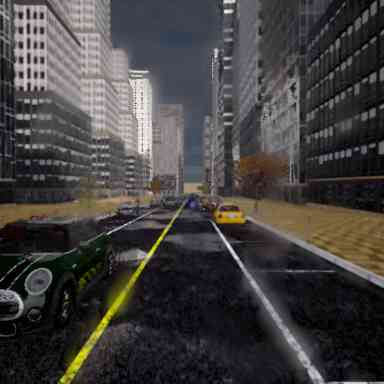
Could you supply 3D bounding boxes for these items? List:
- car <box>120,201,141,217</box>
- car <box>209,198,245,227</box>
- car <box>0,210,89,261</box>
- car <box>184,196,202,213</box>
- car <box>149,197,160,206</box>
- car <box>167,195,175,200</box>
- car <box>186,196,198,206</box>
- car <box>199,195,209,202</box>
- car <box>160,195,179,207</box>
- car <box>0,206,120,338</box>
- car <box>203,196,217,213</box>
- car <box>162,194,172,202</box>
[{"bbox_3d":[-5.692,1.501,29.925,2.008,1.369,4.403,-1,0,0],"label":"car"},{"bbox_3d":[2.357,1.417,22.237,1.801,1.575,5.366,0,0,0],"label":"car"},{"bbox_3d":[-5.698,1.521,13.049,1.887,1.381,4.507,-1,0,0],"label":"car"},{"bbox_3d":[0.039,1.461,41.630,1.812,1.442,4.674,0,0,0],"label":"car"},{"bbox_3d":[-5.683,1.475,52.425,2.008,1.369,4.403,-1,0,0],"label":"car"},{"bbox_3d":[-5.669,1.443,91.800,1.887,1.381,4.507,-1,0,0],"label":"car"},{"bbox_3d":[0.020,1.426,54.692,1.837,1.490,4.892,0,0,0],"label":"car"},{"bbox_3d":[2.705,1.472,74.921,1.947,1.339,4.313,-1,0,0],"label":"car"},{"bbox_3d":[-3.056,1.280,48.373,2.097,1.767,4.553,0,0,0],"label":"car"},{"bbox_3d":[-3.097,1.339,6.888,2.097,1.767,4.553,0,0,0],"label":"car"},{"bbox_3d":[2.690,1.376,41.172,1.967,1.590,4.097,-1,0,0],"label":"car"},{"bbox_3d":[-5.677,1.346,74.925,1.967,1.590,4.097,-1,0,0],"label":"car"}]
